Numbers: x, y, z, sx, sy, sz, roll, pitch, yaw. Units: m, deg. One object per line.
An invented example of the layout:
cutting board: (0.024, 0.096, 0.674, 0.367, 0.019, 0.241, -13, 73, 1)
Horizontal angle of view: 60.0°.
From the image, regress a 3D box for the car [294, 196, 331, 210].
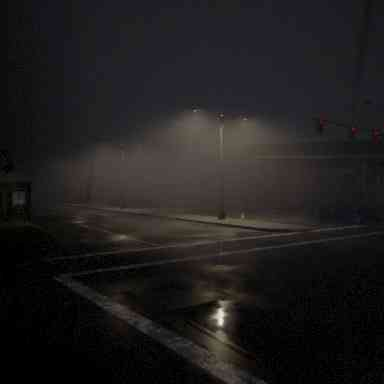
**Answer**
car: (13.908, 1.295, 38.118, 2.242, 1.667, 4.611, 0, 0, -35)

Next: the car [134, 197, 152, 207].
car: (-8.212, 1.547, 52.742, 2.033, 1.411, 5.357, 0, 0, -35)

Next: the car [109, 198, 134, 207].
car: (-11.077, 1.564, 50.732, 1.994, 1.385, 4.181, 0, 0, -35)

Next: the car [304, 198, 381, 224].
car: (11.334, 1.477, 24.852, 1.882, 1.535, 5.008, -1, 0, -36)

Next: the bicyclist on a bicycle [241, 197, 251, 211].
bicyclist on a bicycle: (6.331, 1.430, 39.760, 1.656, 1.620, 0.582, -6, -7, -37)
